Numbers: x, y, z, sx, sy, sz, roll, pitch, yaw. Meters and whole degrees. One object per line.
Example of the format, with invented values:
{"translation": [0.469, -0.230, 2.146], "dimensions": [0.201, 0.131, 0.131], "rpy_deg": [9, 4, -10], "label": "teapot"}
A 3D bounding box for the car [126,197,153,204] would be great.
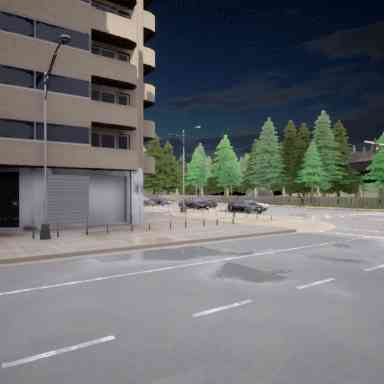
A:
{"translation": [-9.811, 1.545, 62.021], "dimensions": [4.718, 1.301, 1.895], "rpy_deg": [0, 0, 30], "label": "car"}

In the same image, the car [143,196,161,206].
{"translation": [-7.399, 1.470, 51.587], "dimensions": [4.674, 1.442, 1.812], "rpy_deg": [0, 0, 42], "label": "car"}

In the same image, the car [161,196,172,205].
{"translation": [-5.303, 1.434, 54.342], "dimensions": [4.902, 1.511, 2.128], "rpy_deg": [0, 0, 41], "label": "car"}

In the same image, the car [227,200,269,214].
{"translation": [5.569, 1.508, 34.802], "dimensions": [1.994, 1.385, 4.181], "rpy_deg": [0, 0, -35], "label": "car"}

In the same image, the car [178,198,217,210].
{"translation": [0.338, 1.492, 42.419], "dimensions": [2.033, 1.411, 5.357], "rpy_deg": [0, 0, -36], "label": "car"}

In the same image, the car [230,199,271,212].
{"translation": [6.805, 1.545, 39.186], "dimensions": [1.895, 1.301, 4.718], "rpy_deg": [0, 0, -35], "label": "car"}

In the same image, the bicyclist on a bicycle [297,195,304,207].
{"translation": [15.151, 1.245, 46.458], "dimensions": [1.656, 1.620, 0.582], "rpy_deg": [0, 0, -35], "label": "bicyclist on a bicycle"}
